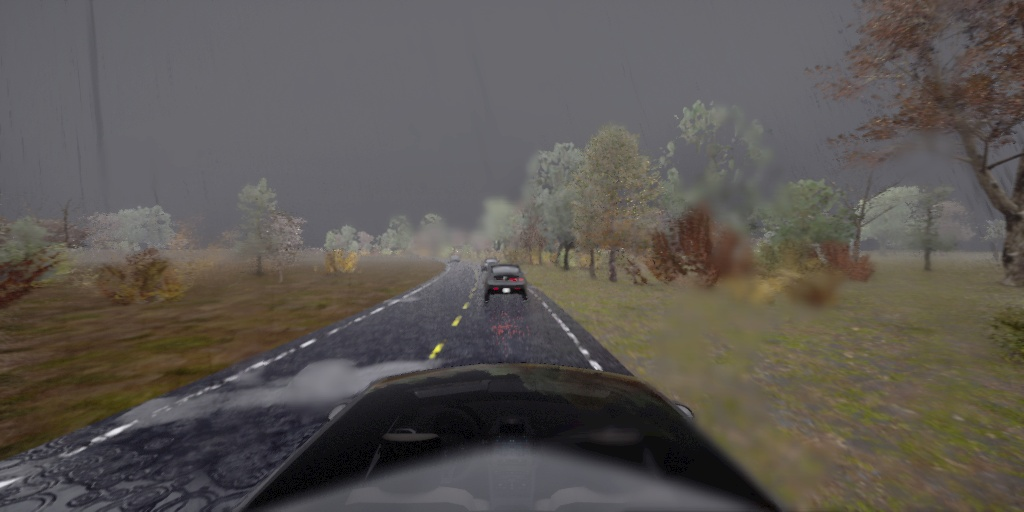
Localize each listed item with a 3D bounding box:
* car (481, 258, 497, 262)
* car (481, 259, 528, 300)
[{"bbox_3d":[-2.157,0.905,37.233,1.812,1.442,4.674,0,1,-7],"label":"car"},{"bbox_3d":[-0.338,1.097,16.712,1.837,1.490,4.892,0,1,-3],"label":"car"}]
